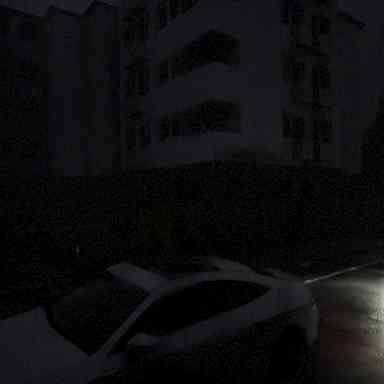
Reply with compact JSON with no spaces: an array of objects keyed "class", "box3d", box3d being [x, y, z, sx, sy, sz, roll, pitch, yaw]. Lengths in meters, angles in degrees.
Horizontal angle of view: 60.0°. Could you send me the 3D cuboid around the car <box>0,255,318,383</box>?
[{"class":"car","box3d":[-0.471,1.528,3.666,4.674,1.442,1.812,-1,0,-37]}]
